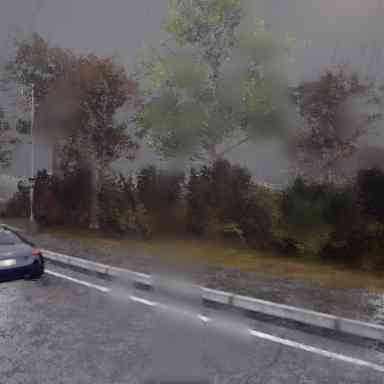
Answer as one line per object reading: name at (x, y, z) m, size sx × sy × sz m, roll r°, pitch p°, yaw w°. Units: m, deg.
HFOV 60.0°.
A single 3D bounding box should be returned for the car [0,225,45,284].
car at (-5.677, 1.566, 8.829) m, size 4.181 × 1.385 × 1.994 m, roll 0°, pitch 0°, yaw 41°
